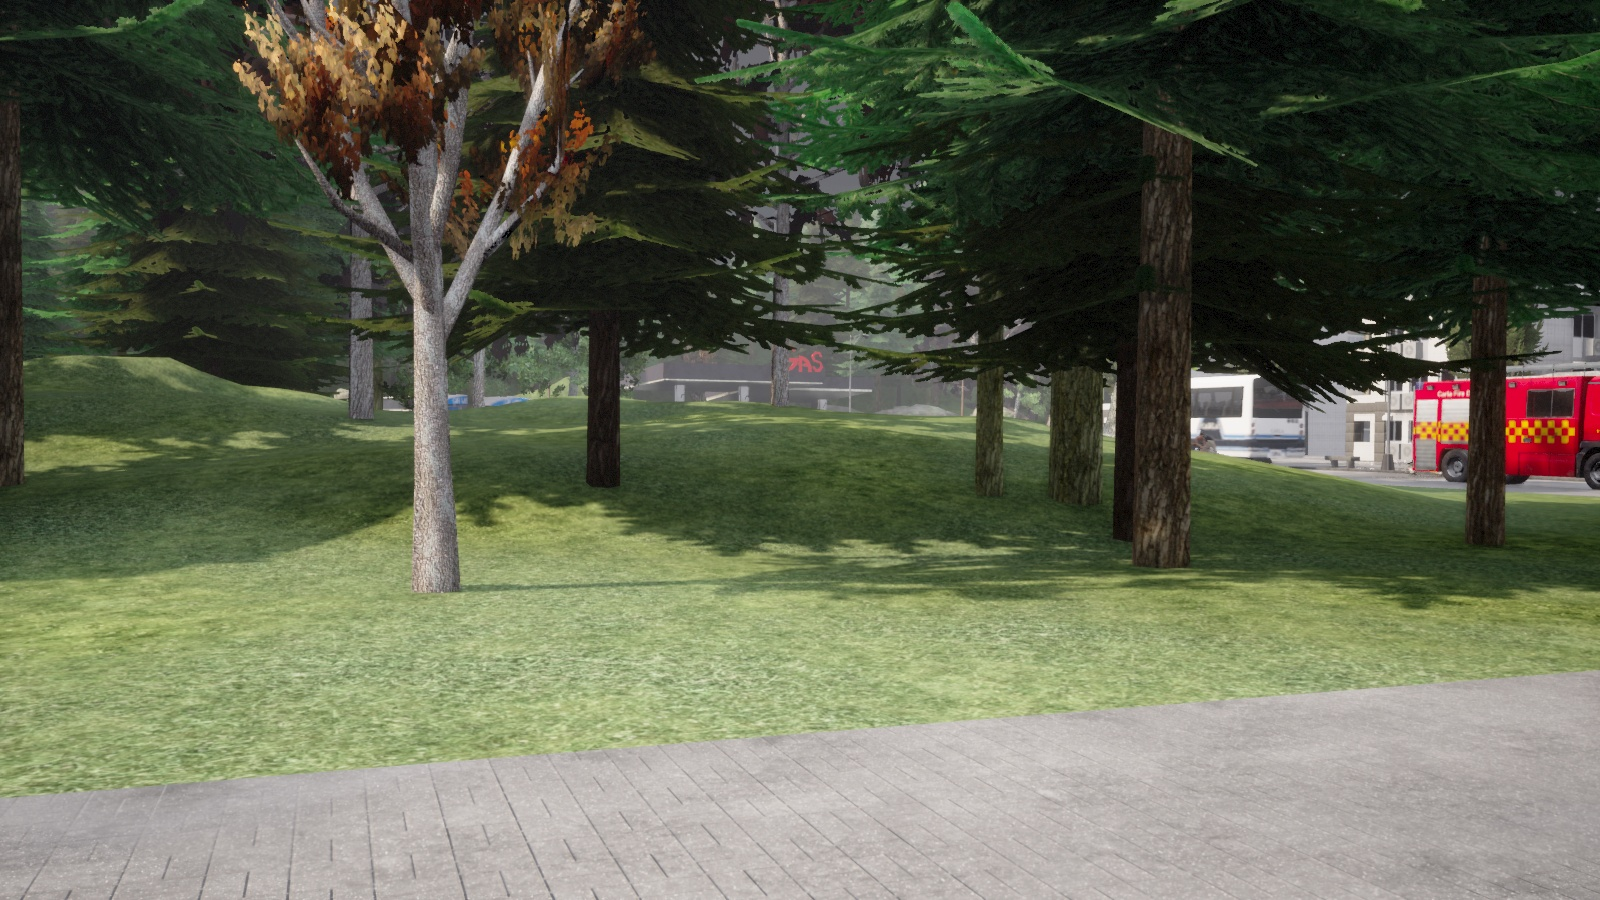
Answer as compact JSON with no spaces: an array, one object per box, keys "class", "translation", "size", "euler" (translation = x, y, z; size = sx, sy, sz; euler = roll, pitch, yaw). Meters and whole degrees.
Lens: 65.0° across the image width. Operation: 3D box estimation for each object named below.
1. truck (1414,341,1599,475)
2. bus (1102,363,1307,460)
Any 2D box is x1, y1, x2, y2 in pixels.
[{"class":"truck","translation":[23.339,-1.245,38.456],"size":[2.891,3.827,8.468],"euler":[-1,1,-20]},{"class":"bus","translation":[19.278,-1.777,60.867],"size":[3.944,4.253,10.273],"euler":[-1,1,-20]}]
